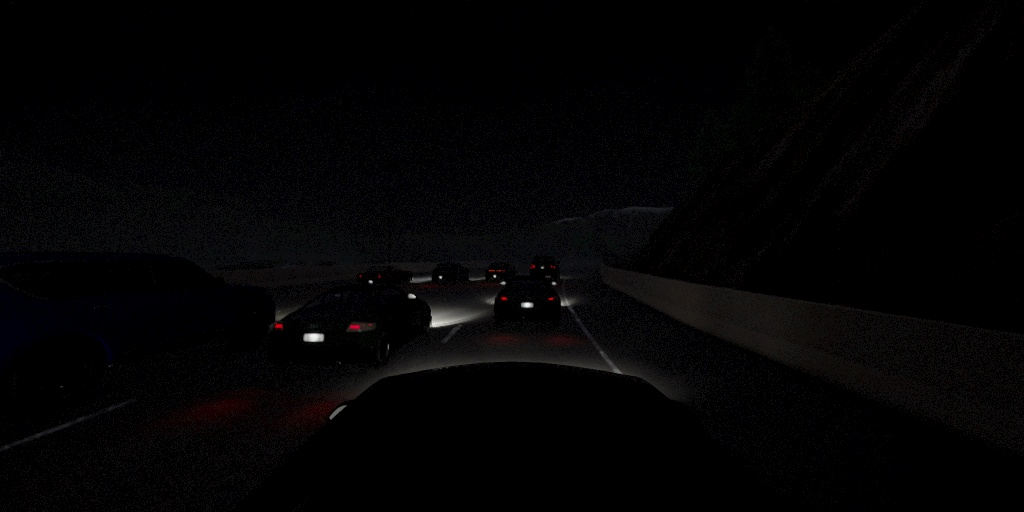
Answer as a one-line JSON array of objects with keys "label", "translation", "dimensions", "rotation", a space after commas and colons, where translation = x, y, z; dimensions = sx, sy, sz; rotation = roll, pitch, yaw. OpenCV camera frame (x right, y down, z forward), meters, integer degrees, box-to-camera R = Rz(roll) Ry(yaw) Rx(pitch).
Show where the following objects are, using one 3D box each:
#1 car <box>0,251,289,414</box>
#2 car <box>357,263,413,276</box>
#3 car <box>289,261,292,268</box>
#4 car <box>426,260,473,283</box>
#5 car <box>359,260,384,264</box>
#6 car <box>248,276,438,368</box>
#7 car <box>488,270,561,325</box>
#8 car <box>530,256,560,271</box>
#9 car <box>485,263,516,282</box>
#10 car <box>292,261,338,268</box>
[{"label": "car", "translation": [-6.767, 0.957, 6.165], "dimensions": [2.150, 2.045, 5.566], "rotation": [0, 0, 2]}, {"label": "car", "translation": [-8.666, 1.344, 24.947], "dimensions": [1.895, 1.301, 4.718], "rotation": [0, 0, 8]}, {"label": "car", "translation": [-24.048, 1.239, 39.568], "dimensions": [1.812, 1.442, 4.674], "rotation": [0, 0, 12]}, {"label": "car", "translation": [-4.682, 1.260, 27.762], "dimensions": [1.837, 1.490, 4.892], "rotation": [0, 0, 9]}, {"label": "car", "translation": [-16.445, 1.226, 41.585], "dimensions": [2.128, 1.511, 4.902], "rotation": [0, 0, 13]}, {"label": "car", "translation": [-3.181, 1.310, 7.887], "dimensions": [1.994, 1.385, 4.181], "rotation": [0, 0, 2]}, {"label": "car", "translation": [0.545, 1.322, 11.869], "dimensions": [1.994, 1.385, 4.181], "rotation": [0, 0, 4]}, {"label": "car", "translation": [2.823, 0.998, 30.269], "dimensions": [2.150, 2.045, 5.566], "rotation": [0, 0, 10]}, {"label": "car", "translation": [-0.879, 1.271, 29.289], "dimensions": [1.837, 1.490, 4.892], "rotation": [0, 0, 10]}, {"label": "car", "translation": [-20.687, 1.247, 38.500], "dimensions": [1.812, 1.442, 4.674], "rotation": [0, 0, 12]}]
